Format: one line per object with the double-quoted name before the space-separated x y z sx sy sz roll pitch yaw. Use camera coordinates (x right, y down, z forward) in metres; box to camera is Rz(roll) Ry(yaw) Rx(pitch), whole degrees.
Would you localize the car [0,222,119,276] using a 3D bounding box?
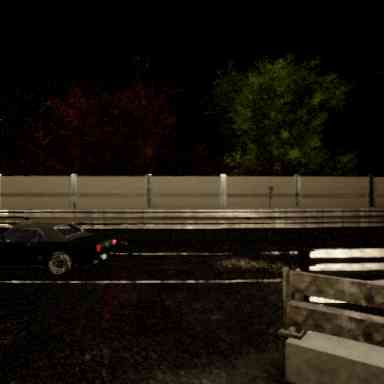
"car" -4.665 1.533 9.615 4.718 1.301 1.895 0 0 6
